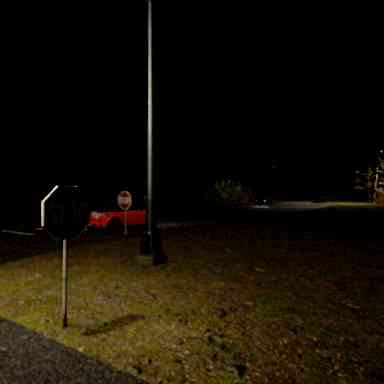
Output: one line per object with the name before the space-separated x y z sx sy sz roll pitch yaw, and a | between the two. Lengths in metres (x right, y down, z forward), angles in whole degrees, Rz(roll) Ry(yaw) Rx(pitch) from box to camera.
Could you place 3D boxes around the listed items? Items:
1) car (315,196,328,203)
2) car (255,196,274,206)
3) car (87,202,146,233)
car | 28.417 1.706 73.796 1.882 1.535 5.008 0 0 27
car | 12.883 1.526 58.981 2.097 1.767 4.553 0 0 34
car | -4.286 1.424 20.746 2.097 1.767 4.553 0 0 34
